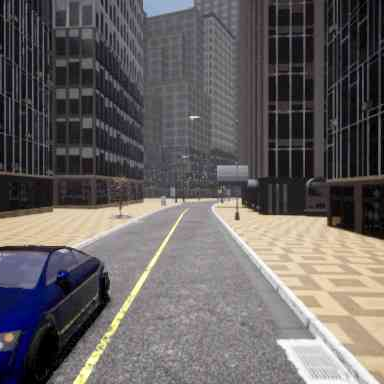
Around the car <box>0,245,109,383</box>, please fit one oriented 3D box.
[{"bbox_3d":[-2.687,1.562,5.138,1.994,1.385,4.181,0,0,1],"label":"car"}]
